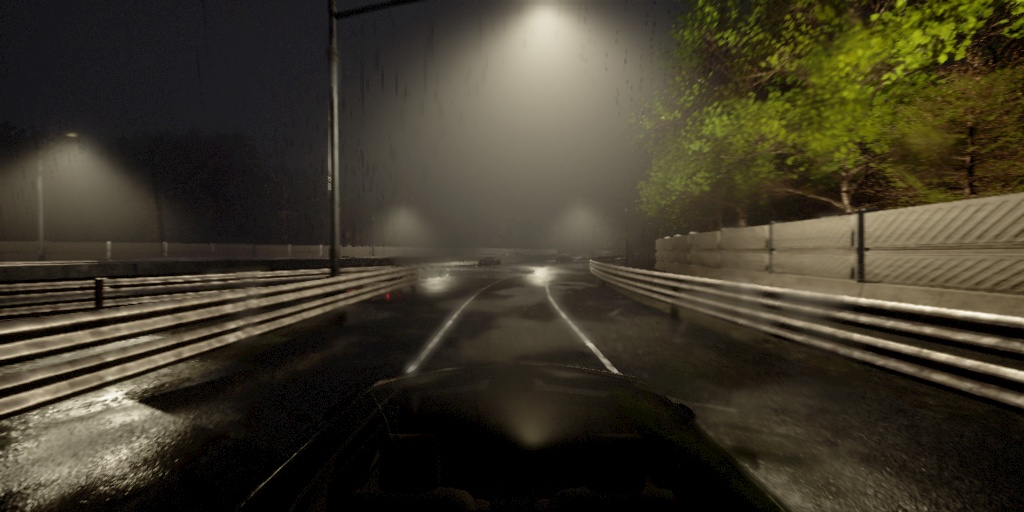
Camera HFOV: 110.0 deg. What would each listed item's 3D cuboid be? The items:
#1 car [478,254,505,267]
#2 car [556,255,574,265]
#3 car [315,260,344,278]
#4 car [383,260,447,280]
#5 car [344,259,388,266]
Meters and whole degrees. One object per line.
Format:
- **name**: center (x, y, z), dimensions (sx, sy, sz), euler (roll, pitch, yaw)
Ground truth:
- **car**: center (-3.042, 0.784, 49.953), dimensions (1.994, 1.385, 4.181), euler (0, 1, 26)
- **car**: center (8.585, 0.596, 57.785), dimensions (1.837, 1.490, 4.892), euler (0, 1, 26)
- **car**: center (-13.200, 1.016, 29.041), dimensions (2.033, 1.411, 5.357), euler (0, 1, 26)
- **car**: center (-6.783, 1.095, 26.217), dimensions (1.895, 1.301, 4.718), euler (1, 1, 26)
- **car**: center (-10.002, 0.973, 27.607), dimensions (1.837, 1.490, 4.892), euler (0, 1, 26)
